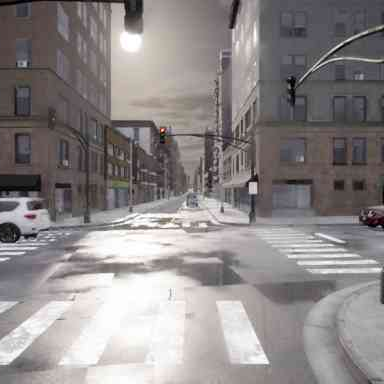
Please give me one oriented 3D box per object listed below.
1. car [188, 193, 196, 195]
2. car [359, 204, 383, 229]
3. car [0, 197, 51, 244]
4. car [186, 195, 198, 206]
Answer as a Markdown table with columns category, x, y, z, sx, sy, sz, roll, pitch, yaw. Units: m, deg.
| category | x | y | z | sx | sy | sz | roll | pitch | yaw |
| --- | --- | --- | --- | --- | --- | --- | --- | --- | --- |
| car | -0.038 | 1.291 | 70.764 | 2.150 | 2.045 | 5.566 | 0 | 0 | 0 |
| car | 12.053 | 1.123 | 18.445 | 5.009 | 1.841 | 2.192 | -1 | 1 | 0 |
| car | -9.650 | 1.310 | 15.705 | 5.566 | 2.045 | 2.150 | -1 | 0 | 0 |
| car | 0.007 | 1.584 | 54.259 | 2.033 | 1.411 | 5.357 | 0 | 0 | -2 |
